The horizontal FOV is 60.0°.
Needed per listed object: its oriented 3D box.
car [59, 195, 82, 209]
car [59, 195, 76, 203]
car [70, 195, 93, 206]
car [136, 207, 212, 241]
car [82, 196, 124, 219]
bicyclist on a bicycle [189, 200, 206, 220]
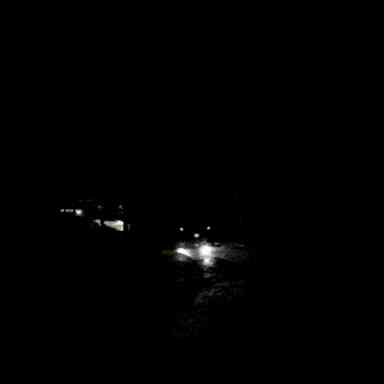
[{"bbox_3d":[-14.448,1.169,39.251,1.837,1.490,4.892,1,-1,-30],"label":"car"},{"bbox_3d":[-21.061,1.143,56.150,1.895,1.301,4.718,1,0,-31],"label":"car"},{"bbox_3d":[-15.790,1.194,47.245,2.033,1.411,5.357,1,0,-30],"label":"car"},{"bbox_3d":[-1.139,1.481,16.804,2.033,1.411,5.357,1,0,-31],"label":"car"},{"bbox_3d":[-7.071,1.167,26.796,2.097,1.767,4.553,1,0,-31],"label":"car"},{"bbox_3d":[0.396,1.426,25.912,1.656,1.620,0.582,0,0,-31],"label":"bicyclist on a bicycle"}]
